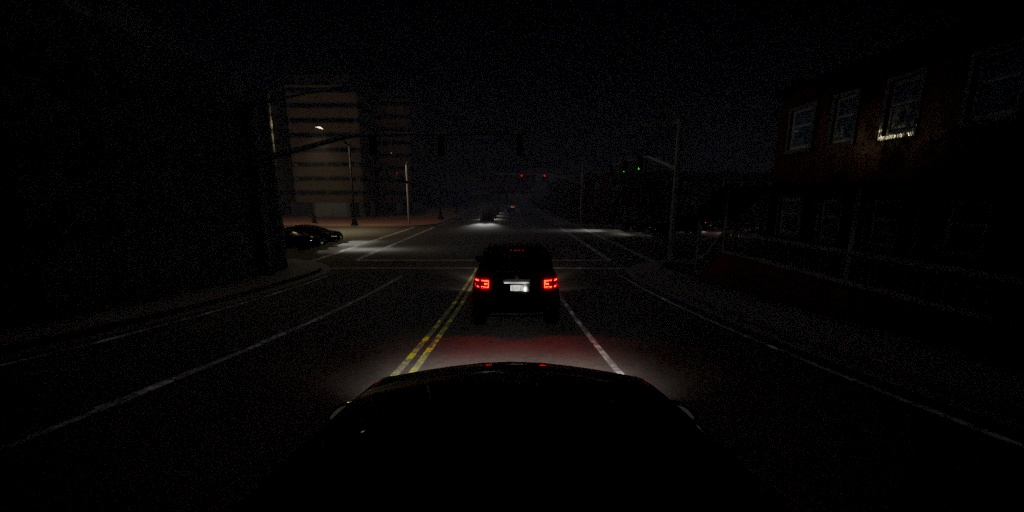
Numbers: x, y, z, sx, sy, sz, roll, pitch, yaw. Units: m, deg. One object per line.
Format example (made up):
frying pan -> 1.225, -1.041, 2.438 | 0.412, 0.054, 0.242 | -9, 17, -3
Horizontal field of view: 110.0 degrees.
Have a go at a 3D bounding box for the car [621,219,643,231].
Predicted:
car -> 14.761, -3.487, 40.158 | 4.718, 1.301, 1.895 | 0, 10, 0

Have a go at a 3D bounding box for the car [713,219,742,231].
car -> 23.839, -3.555, 40.116 | 4.674, 1.442, 1.812 | 0, 10, 0

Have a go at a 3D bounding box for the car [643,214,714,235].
car -> 16.883, -3.270, 36.632 | 5.566, 2.045, 2.150 | 0, 10, 0

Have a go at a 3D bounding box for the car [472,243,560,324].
car -> 0.065, 0.604, 10.710 | 2.150, 2.045, 5.566 | 0, 4, -1

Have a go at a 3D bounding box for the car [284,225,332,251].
car -> -16.345, -1.225, 26.151 | 4.902, 1.511, 2.128 | 0, 10, 0

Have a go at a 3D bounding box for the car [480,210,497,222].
car -> -3.717, -5.869, 54.089 | 1.895, 1.301, 4.718 | 0, 10, 0

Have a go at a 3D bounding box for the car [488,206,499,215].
car -> -3.713, -7.436, 62.836 | 1.812, 1.442, 4.674 | 0, 10, 0

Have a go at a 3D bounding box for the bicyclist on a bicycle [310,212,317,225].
bicyclist on a bicycle -> -25.369, -4.775, 45.825 | 0.582, 1.620, 1.656 | 0, 10, 0

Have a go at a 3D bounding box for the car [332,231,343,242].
car -> -16.584, -1.799, 29.597 | 4.892, 1.490, 1.837 | 0, 10, 0

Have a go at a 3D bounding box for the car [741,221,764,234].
car -> 26.679, -2.963, 36.667 | 4.674, 1.442, 1.812 | 0, 10, 0
